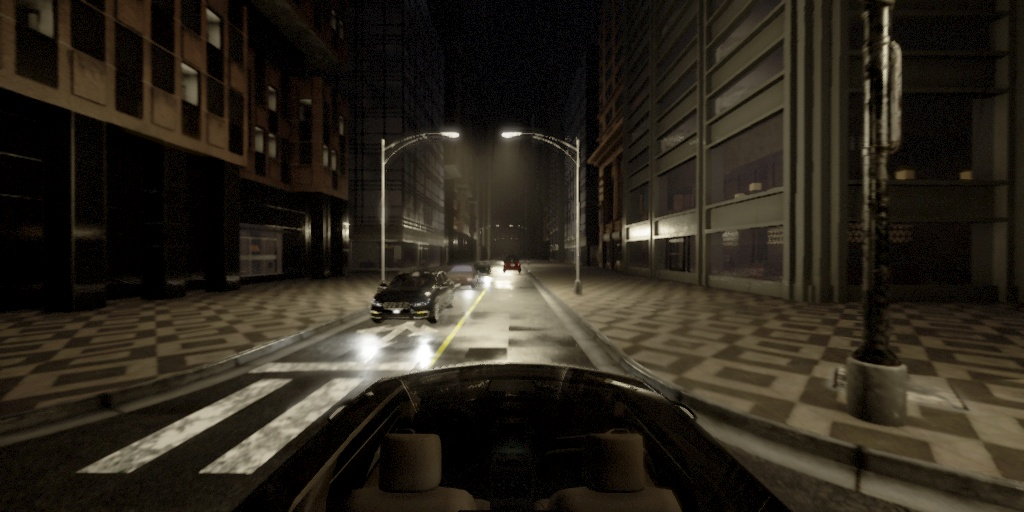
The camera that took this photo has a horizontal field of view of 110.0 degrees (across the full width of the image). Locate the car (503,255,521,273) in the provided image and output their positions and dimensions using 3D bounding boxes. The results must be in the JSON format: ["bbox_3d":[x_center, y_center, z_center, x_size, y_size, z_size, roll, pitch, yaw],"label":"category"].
[{"bbox_3d":[-0.001,1.015,42.068,2.097,1.767,4.553,0,0,0],"label":"car"}]

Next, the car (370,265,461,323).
[{"bbox_3d":[-3.091,1.229,12.038,1.837,1.490,4.892,0,0,0],"label":"car"}]

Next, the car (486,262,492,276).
[{"bbox_3d":[-3.081,1.270,36.282,1.895,1.301,4.718,0,0,0],"label":"car"}]

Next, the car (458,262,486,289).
[{"bbox_3d":[-3.096,1.245,23.171,2.033,1.411,5.357,0,0,0],"label":"car"}]
